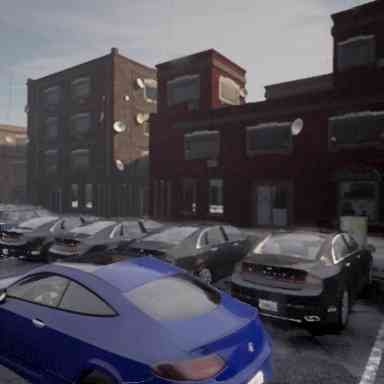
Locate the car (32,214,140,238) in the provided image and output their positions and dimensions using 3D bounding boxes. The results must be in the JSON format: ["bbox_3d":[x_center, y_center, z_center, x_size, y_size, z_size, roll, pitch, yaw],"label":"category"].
[{"bbox_3d":[-1.907,1.504,10.319,2.231,1.521,4.892,0,0,36],"label":"car"}]

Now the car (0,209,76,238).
[{"bbox_3d":[-4.150,1.515,11.923,2.231,1.521,4.892,0,0,36],"label":"car"}]

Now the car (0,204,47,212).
[{"bbox_3d":[-6.407,1.400,13.506,2.185,1.767,4.553,0,0,36],"label":"car"}]

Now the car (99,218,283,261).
[{"bbox_3d":[0.335,1.495,8.715,2.231,1.521,4.892,0,0,36],"label":"car"}]

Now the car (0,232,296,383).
[{"bbox_3d":[-1.306,1.536,4.315,4.674,1.442,1.812,0,0,36],"label":"car"}]
